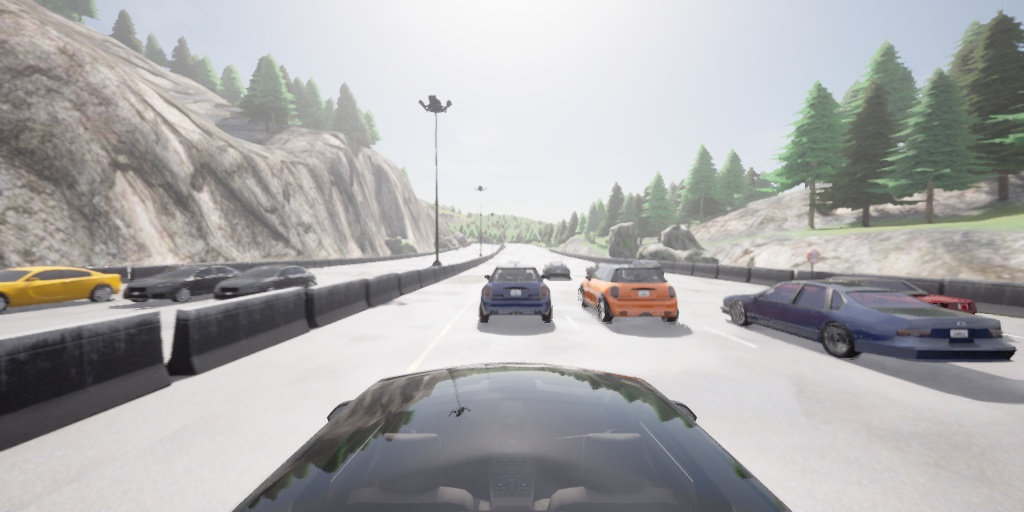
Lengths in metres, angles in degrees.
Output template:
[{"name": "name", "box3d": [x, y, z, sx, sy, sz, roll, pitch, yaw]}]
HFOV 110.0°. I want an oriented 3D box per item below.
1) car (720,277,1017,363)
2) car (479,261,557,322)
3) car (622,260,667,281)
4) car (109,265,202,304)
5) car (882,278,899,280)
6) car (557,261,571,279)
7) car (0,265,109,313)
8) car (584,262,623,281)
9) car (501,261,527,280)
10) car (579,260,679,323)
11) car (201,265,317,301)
[{"name": "car", "box3d": [7.106, 1.259, 8.207, 2.033, 1.411, 5.357, 0, 0, 0]}, {"name": "car", "box3d": [0.112, 1.033, 12.147, 2.097, 1.767, 4.553, 0, 0, 0]}, {"name": "car", "box3d": [10.635, 1.074, 29.132, 1.837, 1.490, 4.892, 0, 0, 0]}, {"name": "car", "box3d": [-14.058, 1.154, 15.849, 1.837, 1.490, 4.892, 0, 0, 0]}, {"name": "car", "box3d": [10.611, 1.294, 11.196, 1.895, 1.301, 4.718, 0, 0, 0]}, {"name": "car", "box3d": [3.636, 1.123, 29.795, 1.994, 1.385, 4.181, 0, 0, 0]}, {"name": "car", "box3d": [-17.571, 1.140, 13.138, 1.882, 1.535, 5.008, 0, 0, 0]}, {"name": "car", "box3d": [7.134, 1.174, 28.382, 1.895, 1.301, 4.718, 0, 0, 0]}, {"name": "car", "box3d": [0.136, 1.121, 29.810, 1.994, 1.385, 4.181, 0, 0, 0]}, {"name": "car", "box3d": [3.611, 1.036, 11.927, 2.097, 1.767, 4.553, 0, 0, 0]}, {"name": "car", "box3d": [-10.558, 1.156, 15.818, 1.837, 1.490, 4.892, 0, 0, 0]}]
